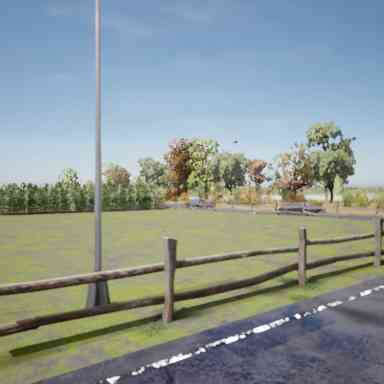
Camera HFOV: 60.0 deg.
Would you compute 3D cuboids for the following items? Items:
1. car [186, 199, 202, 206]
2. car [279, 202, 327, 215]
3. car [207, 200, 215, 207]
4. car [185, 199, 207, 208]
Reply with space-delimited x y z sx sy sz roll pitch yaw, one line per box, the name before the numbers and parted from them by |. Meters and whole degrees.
car | 0.293 2.172 70.365 2.128 1.511 4.902 -1 0 -16
car | 12.443 1.837 37.637 2.033 1.411 5.357 -1 0 -35
car | 2.941 2.113 61.084 1.812 1.442 4.674 -1 -1 -17
car | 0.372 2.154 59.486 2.033 1.411 5.357 -1 0 -19
